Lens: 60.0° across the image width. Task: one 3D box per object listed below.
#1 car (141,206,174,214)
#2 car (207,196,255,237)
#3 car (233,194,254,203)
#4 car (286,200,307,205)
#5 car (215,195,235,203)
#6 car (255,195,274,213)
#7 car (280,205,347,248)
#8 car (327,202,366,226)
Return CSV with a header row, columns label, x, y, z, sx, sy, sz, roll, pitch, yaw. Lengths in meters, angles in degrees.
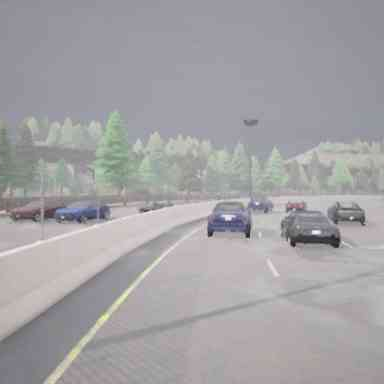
label,x,y,z,sx,sy,sz,roll,pitch,yaw
car,-2.839,1.441,27.884,1.895,1.301,4.718,0,0,17
car,2.114,1.265,17.736,2.097,1.767,4.553,0,0,11
car,9.491,1.188,60.979,1.882,1.535,5.008,0,0,36
car,11.178,1.454,35.353,1.895,1.301,4.718,0,0,23
car,6.225,1.253,62.362,1.994,1.385,4.181,0,0,35
car,7.193,1.194,34.709,2.097,1.767,4.553,0,0,22
car,5.082,1.504,14.723,1.994,1.385,4.181,0,0,9
car,10.520,1.408,22.939,2.128,1.511,4.902,0,0,15
